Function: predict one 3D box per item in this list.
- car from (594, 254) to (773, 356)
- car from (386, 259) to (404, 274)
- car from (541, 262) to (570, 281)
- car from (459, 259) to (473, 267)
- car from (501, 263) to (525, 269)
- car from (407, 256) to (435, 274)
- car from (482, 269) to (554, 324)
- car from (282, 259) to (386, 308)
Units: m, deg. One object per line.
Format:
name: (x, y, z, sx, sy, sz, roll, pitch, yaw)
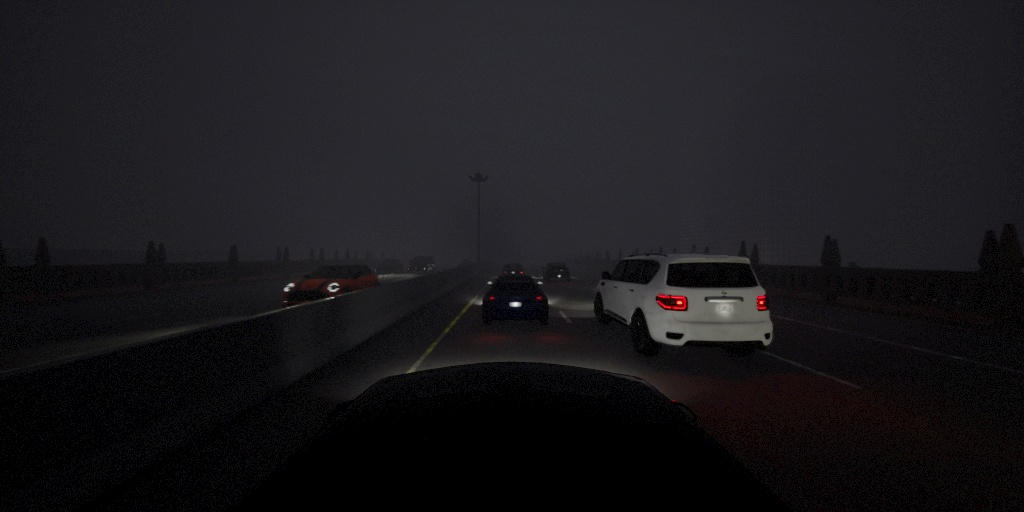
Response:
car: (3.598, 0.973, 8.756, 2.150, 2.045, 5.566, 0, 0, 0)
car: (-14.099, 1.123, 41.293, 2.097, 1.767, 4.553, 0, 0, 0)
car: (3.590, 1.270, 29.604, 1.837, 1.490, 4.892, 0, 0, 0)
car: (-7.134, 1.272, 55.980, 2.128, 1.511, 4.902, 0, 0, 0)
car: (0.090, 1.312, 29.758, 2.033, 1.411, 5.357, 0, 0, 0)
car: (-10.598, 0.996, 42.372, 2.150, 2.045, 5.566, 0, 0, 0)
car: (0.096, 1.317, 11.974, 1.994, 1.385, 4.181, 0, 0, 0)
car: (-7.104, 1.106, 14.586, 2.097, 1.767, 4.553, 0, 0, 0)
